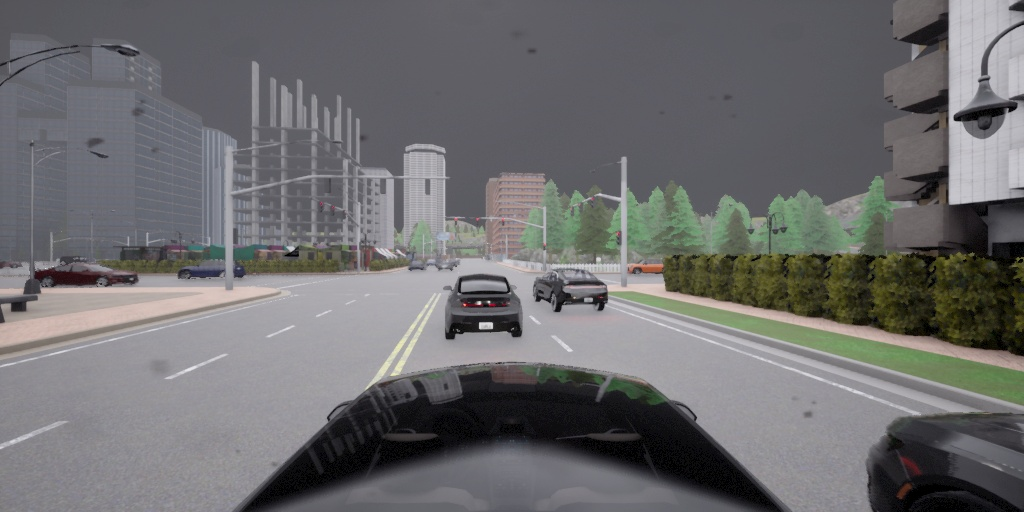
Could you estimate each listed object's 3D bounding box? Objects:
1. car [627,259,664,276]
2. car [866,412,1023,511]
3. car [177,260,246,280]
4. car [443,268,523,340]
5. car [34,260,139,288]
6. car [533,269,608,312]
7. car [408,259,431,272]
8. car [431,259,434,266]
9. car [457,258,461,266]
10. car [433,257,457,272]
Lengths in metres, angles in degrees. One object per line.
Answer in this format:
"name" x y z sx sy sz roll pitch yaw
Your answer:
"car" 14.020 1.103 37.536 4.553 1.767 2.097 0 0 -5
"car" 3.378 1.253 0.412 1.837 1.490 4.892 0 0 -1
"car" -25.481 1.102 30.493 4.553 1.767 2.097 0 0 -5
"car" -0.867 1.255 10.111 1.837 1.490 4.892 0 0 -7
"car" -27.257 1.227 23.115 5.008 1.535 1.882 0 0 -5
"car" 2.126 1.241 14.230 2.128 1.511 4.902 0 0 -9
"car" -12.250 1.297 46.735 2.033 1.411 5.357 0 0 -6
"car" -14.077 1.275 63.001 1.812 1.442 4.674 0 0 -6
"car" -10.584 1.297 63.248 2.033 1.411 5.357 0 0 -6
"car" -8.795 1.241 47.434 2.128 1.511 4.902 0 0 -7
